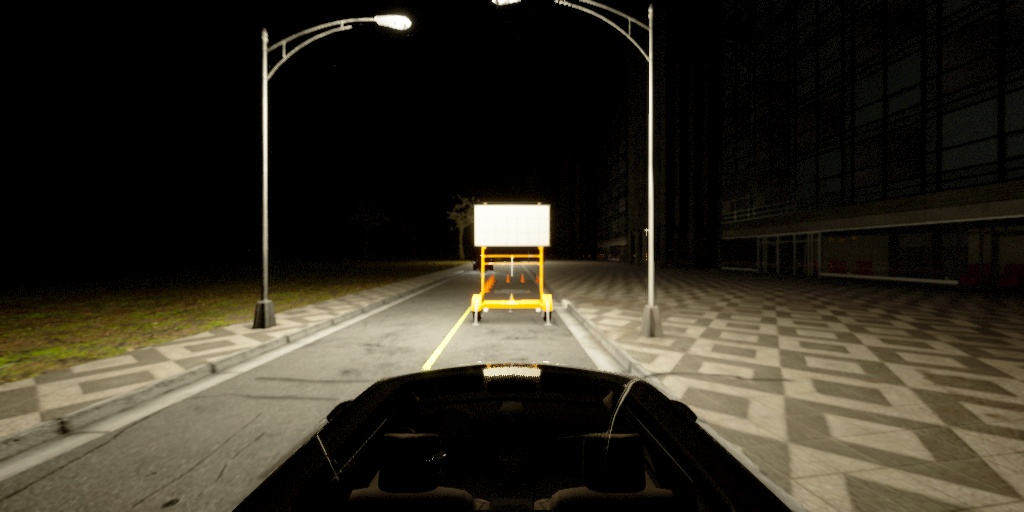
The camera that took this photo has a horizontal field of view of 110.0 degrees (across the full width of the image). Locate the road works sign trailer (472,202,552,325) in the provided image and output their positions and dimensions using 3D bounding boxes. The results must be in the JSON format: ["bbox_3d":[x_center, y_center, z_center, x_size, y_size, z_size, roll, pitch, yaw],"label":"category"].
[{"bbox_3d":[0.001,0.115,11.335,2.380,3.560,2.880,0,0,0],"label":"road works sign trailer"}]

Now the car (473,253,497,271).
[{"bbox_3d":[-3.089,0.717,39.332,2.097,1.767,4.553,0,1,0],"label":"car"}]
